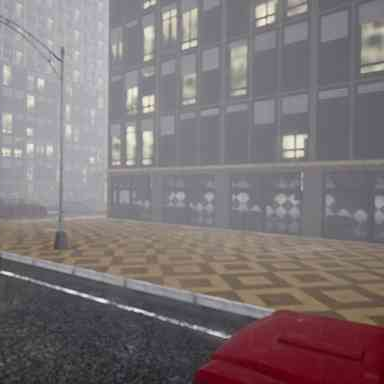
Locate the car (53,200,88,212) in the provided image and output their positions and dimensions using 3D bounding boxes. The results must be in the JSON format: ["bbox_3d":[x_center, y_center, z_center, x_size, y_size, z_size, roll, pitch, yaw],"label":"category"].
[{"bbox_3d":[-15.598,1.739,41.512,2.033,1.411,5.357,1,0,36],"label":"car"}]

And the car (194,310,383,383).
[{"bbox_3d":[2.266,1.601,2.067,4.718,1.301,1.895,0,0,36],"label":"car"}]

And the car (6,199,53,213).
[{"bbox_3d":[-19.666,1.647,40.376,1.752,1.417,4.829,1,0,36],"label":"car"}]

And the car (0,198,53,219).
[{"bbox_3d":[-16.175,1.522,30.999,2.192,1.841,5.009,1,0,36],"label":"car"}]

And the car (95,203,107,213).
[{"bbox_3d":[-9.371,1.833,40.206,1.752,1.417,4.829,1,0,36],"label":"car"}]
